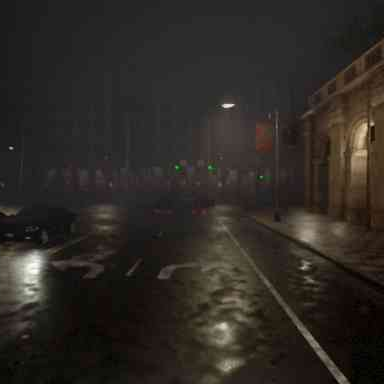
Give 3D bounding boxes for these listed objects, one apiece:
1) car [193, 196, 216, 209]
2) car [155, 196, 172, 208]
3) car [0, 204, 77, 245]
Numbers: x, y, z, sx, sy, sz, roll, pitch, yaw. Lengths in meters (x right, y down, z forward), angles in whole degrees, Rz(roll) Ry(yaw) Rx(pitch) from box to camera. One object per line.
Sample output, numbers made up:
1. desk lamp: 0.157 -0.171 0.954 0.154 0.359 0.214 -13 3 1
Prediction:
1. car: 1.570 1.203 40.207 2.128 1.511 4.902 0 0 17
2. car: -3.540 1.198 40.991 2.128 1.511 4.902 0 0 -7
3. car: -6.891 1.367 15.175 1.882 1.535 5.008 0 0 1
